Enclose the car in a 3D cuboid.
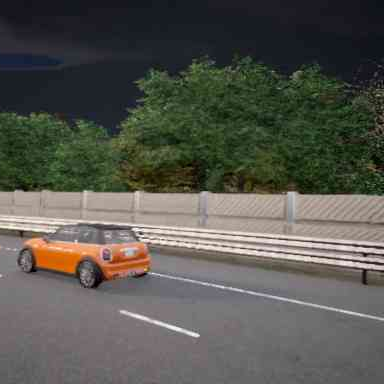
[{"bbox_3d":[-3.539,1.782,10.679,4.553,1.767,2.097,0,-3,35],"label":"car"}]
